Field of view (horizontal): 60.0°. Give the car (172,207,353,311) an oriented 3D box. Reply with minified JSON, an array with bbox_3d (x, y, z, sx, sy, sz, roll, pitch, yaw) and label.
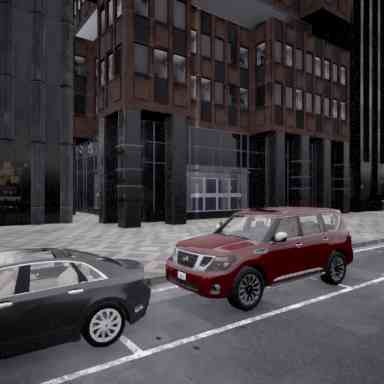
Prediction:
[{"bbox_3d":[1.846,1.315,7.961,5.009,1.841,2.192,0,0,-35],"label":"car"}]

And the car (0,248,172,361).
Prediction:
[{"bbox_3d":[-2.722,1.551,4.705,4.403,1.369,2.008,0,0,-35],"label":"car"}]
